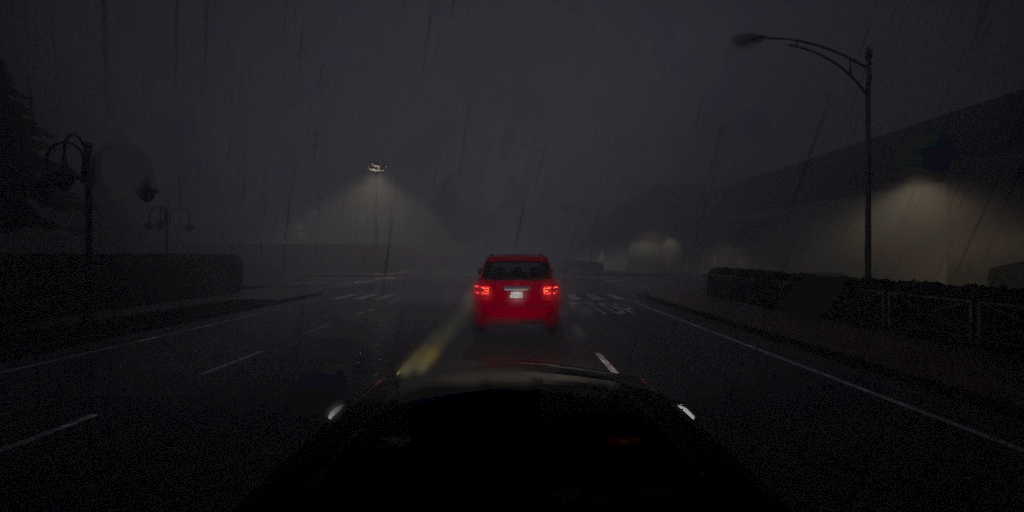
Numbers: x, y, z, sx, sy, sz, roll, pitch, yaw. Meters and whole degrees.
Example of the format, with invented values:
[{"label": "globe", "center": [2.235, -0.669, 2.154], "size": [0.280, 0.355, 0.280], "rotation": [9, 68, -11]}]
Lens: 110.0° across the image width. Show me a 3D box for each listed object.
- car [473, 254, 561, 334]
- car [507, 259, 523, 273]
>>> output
[{"label": "car", "center": [0.123, 0.971, 10.771], "size": [2.150, 2.045, 5.566], "rotation": [0, 0, 0]}, {"label": "car", "center": [0.362, 1.228, 45.623], "size": [1.882, 1.535, 5.008], "rotation": [0, 0, 1]}]
